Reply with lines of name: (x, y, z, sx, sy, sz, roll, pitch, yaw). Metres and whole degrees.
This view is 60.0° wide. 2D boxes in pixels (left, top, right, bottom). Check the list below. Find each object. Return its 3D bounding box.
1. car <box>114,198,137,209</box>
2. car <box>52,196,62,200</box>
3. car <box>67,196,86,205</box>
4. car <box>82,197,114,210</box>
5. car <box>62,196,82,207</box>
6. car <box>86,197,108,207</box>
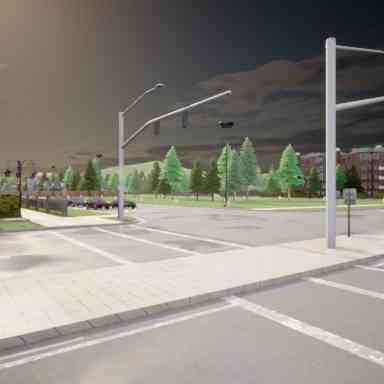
car: (-9.390, 1.547, 44.899, 2.033, 1.411, 5.357, 0, 0, -36)
car: (-23.423, 1.505, 58.317, 1.837, 1.490, 4.892, 0, 0, -36)
car: (-21.390, 1.477, 61.502, 1.882, 1.535, 5.008, 0, 0, -36)
car: (-12.176, 1.601, 42.789, 1.895, 1.301, 4.718, 0, 0, -36)
car: (-17.586, 1.505, 50.232, 1.837, 1.490, 4.892, 0, 0, -36)
car: (-15.186, 1.504, 52.890, 1.837, 1.490, 4.892, 0, 0, -36)
